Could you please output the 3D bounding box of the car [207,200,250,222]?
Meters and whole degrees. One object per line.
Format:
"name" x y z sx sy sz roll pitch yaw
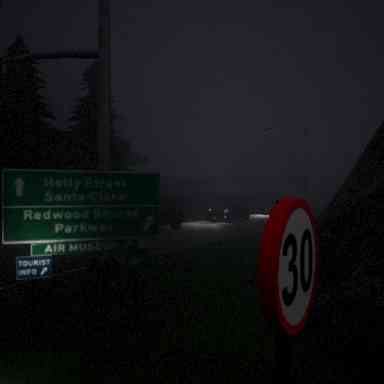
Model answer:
"car" 3.212 1.544 28.891 2.097 1.767 4.553 0 0 36

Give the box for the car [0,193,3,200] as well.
"car" -38.552 1.490 70.011 4.514 1.523 2.007 0 0 35

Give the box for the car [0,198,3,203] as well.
"car" -12.364 1.505 26.061 1.905 1.878 3.866 0 0 35

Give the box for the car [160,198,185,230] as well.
"car" -2.678 1.414 20.798 2.150 2.045 5.566 0 0 36

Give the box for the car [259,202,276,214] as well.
"car" 9.086 1.756 36.945 1.994 1.385 4.181 0 0 36
